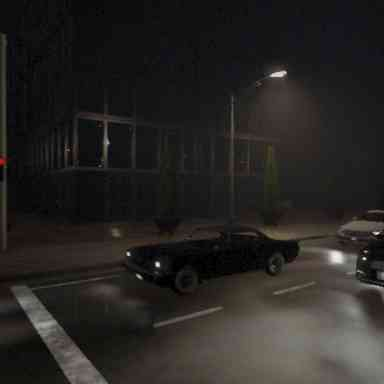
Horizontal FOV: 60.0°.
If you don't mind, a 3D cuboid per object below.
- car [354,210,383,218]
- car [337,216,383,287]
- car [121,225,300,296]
[{"bbox_3d":[8.061,1.488,14.036,4.674,1.442,1.812,0,0,-36],"label":"car"},{"bbox_3d":[5.984,1.467,8.256,4.902,1.511,2.128,0,0,-35],"label":"car"},{"bbox_3d":[0.626,1.587,8.753,4.718,1.301,1.895,0,0,-35],"label":"car"}]
